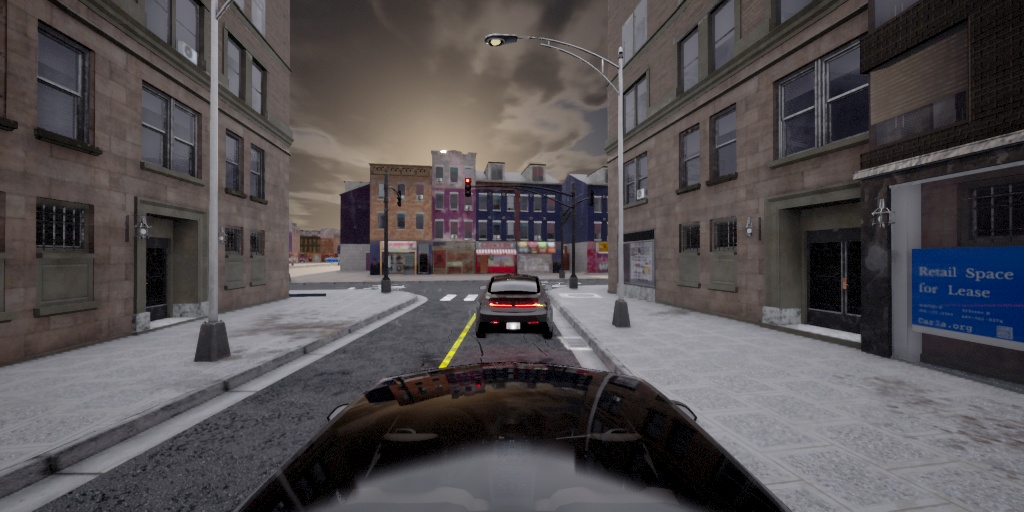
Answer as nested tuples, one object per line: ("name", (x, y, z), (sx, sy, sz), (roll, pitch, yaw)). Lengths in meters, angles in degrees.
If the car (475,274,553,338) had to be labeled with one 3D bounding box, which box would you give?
("car", (0.097, 1.255, 10.137), (1.837, 1.490, 4.892), (0, 0, 2))
